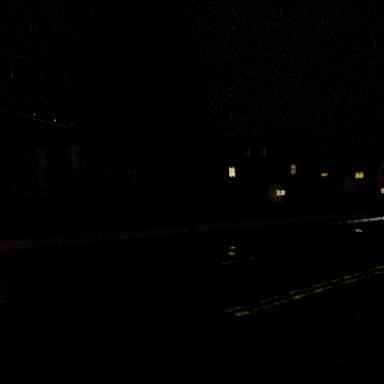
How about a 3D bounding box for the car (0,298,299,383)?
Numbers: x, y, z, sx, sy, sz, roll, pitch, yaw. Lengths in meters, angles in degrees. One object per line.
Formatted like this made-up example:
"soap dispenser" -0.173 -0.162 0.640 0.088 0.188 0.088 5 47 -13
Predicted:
"car" -1.353 1.599 2.474 4.718 1.301 1.895 -1 0 -35
